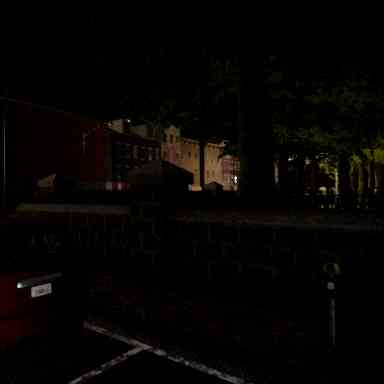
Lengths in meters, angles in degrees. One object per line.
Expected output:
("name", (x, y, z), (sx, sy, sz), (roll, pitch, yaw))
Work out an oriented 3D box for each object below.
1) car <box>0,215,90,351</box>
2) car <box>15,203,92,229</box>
("car", (-3.830, 1.317, 5.564), (5.009, 1.841, 2.192), (0, -1, 36))
("car", (-9.369, 1.579, 22.910), (1.812, 1.442, 4.674), (-1, -1, 35))
